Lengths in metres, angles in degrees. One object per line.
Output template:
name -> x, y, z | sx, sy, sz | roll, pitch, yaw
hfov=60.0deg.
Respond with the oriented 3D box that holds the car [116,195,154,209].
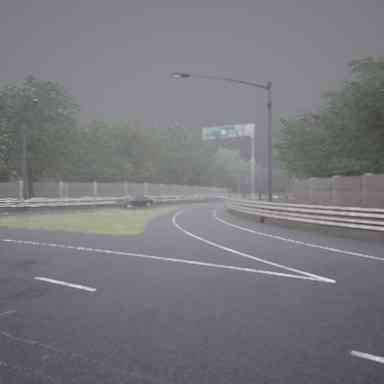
car -> -6.867, 1.194, 40.166 | 1.837, 1.490, 4.892 | 0, 0, 43
